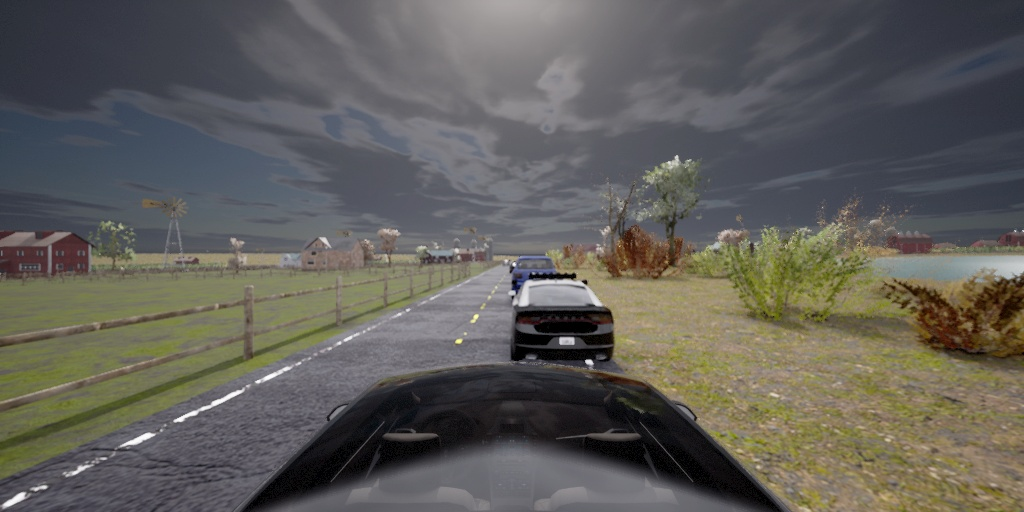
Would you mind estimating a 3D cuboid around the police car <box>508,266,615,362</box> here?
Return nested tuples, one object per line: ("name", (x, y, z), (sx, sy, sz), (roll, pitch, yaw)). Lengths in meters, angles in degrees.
("police car", (0.938, 1.204, 8.466), (1.930, 1.638, 5.238), (0, 0, 1))

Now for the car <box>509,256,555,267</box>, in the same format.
("car", (1.079, 1.049, 18.386), (2.150, 2.045, 5.566), (0, 0, 1))

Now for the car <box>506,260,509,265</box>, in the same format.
("car", (0.677, 1.535, 46.154), (1.994, 1.385, 4.181), (0, 0, 2))
